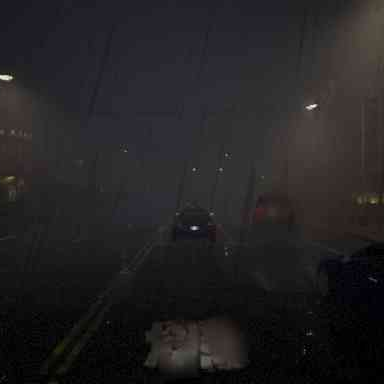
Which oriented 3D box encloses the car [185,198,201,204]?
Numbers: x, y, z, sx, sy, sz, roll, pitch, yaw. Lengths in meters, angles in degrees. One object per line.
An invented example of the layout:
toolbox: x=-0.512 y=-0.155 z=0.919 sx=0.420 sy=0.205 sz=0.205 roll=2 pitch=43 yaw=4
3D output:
car: x=0.107 y=1.413 z=40.578 sx=1.895 sy=1.301 sz=4.718 roll=0 pitch=0 yaw=0

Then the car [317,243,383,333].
car: x=3.601 y=1.501 z=5.301 sx=1.812 sy=1.442 sz=4.674 roll=0 pitch=0 yaw=0

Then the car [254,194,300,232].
car: x=5.052 y=1.133 z=19.560 sx=2.150 sy=2.045 sz=5.566 roll=-1 pitch=0 yaw=20

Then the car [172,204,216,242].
car: x=0.101 y=1.490 z=16.044 sx=1.994 sy=1.385 sz=4.181 roll=0 pitch=0 yaw=0
